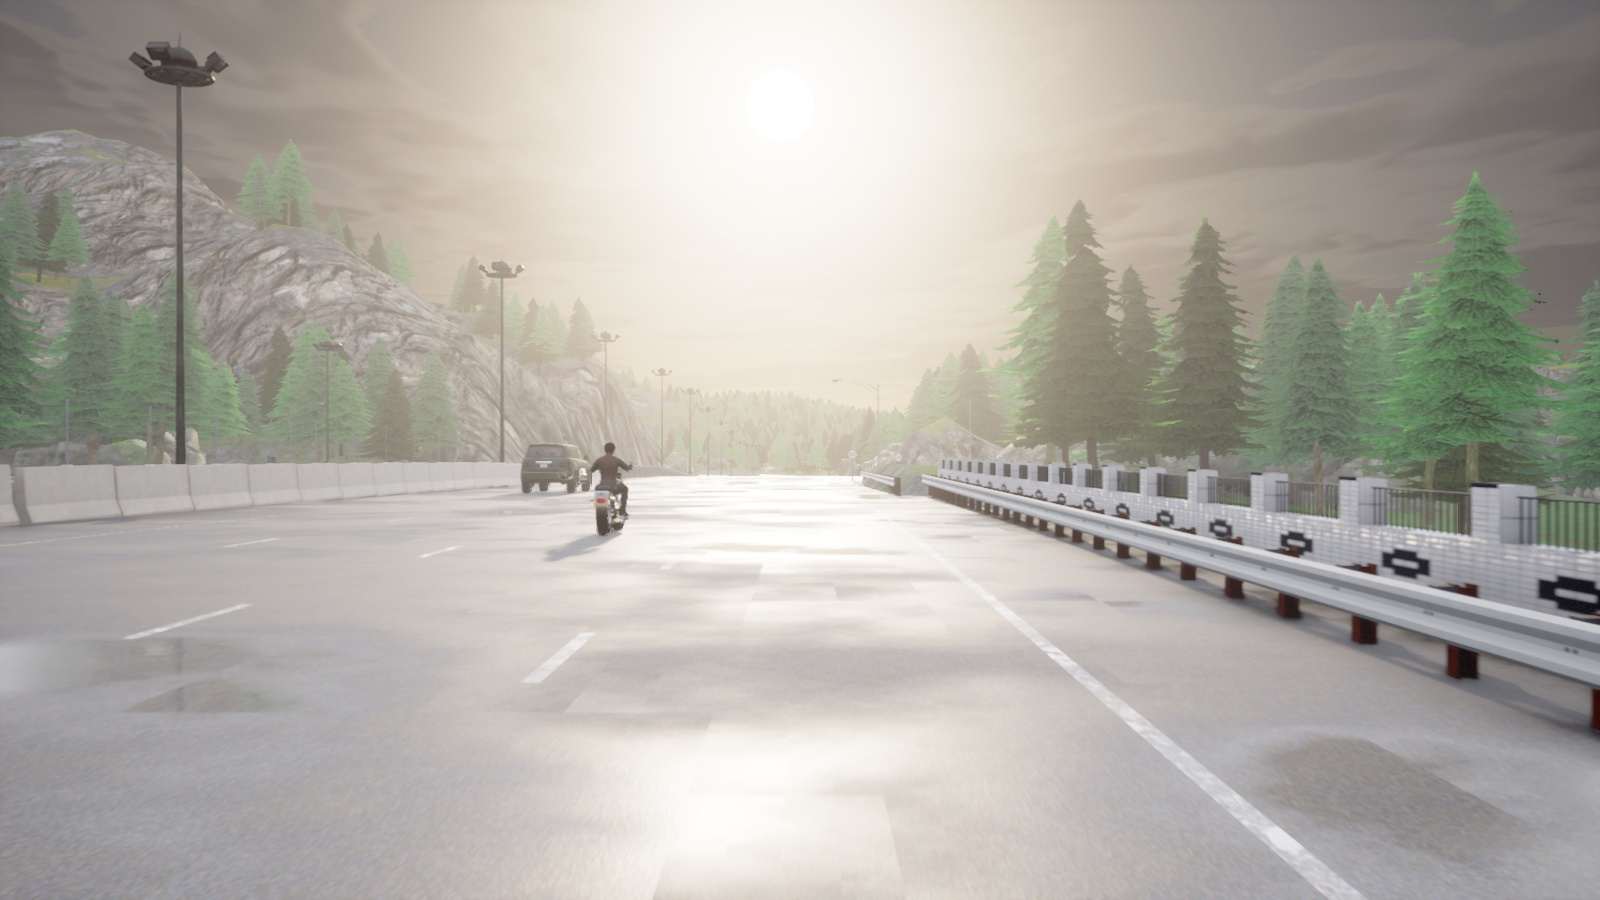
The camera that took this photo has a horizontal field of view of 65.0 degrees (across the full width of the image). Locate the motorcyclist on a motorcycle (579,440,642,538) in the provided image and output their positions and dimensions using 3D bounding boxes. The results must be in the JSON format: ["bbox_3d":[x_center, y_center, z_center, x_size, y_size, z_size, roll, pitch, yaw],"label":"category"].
[{"bbox_3d":[-3.357,0.669,22.451,0.766,1.649,2.350,0,0,0],"label":"motorcyclist on a motorcycle"}]

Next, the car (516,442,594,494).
[{"bbox_3d":[-10.186,0.746,52.734,2.150,2.045,5.566,0,-1,0],"label":"car"}]
